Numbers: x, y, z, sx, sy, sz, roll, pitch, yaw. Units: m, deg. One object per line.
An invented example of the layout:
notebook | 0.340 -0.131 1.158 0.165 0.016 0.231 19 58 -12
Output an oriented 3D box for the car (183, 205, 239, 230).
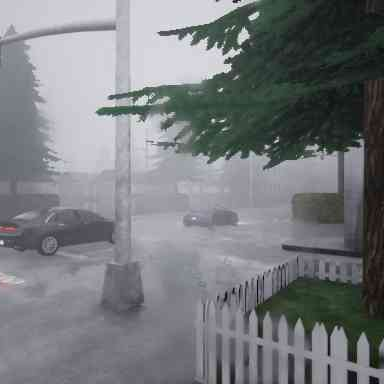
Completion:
car | 1.263 1.468 20.668 1.994 1.385 4.181 1 1 35

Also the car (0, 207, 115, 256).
car | -4.508 1.313 12.325 1.837 1.490 4.892 0 0 35
